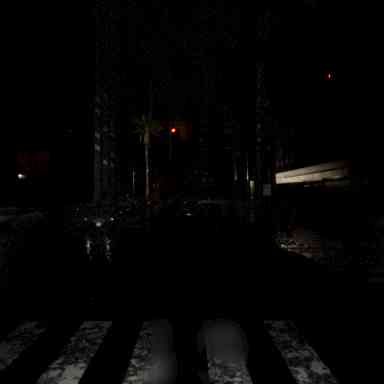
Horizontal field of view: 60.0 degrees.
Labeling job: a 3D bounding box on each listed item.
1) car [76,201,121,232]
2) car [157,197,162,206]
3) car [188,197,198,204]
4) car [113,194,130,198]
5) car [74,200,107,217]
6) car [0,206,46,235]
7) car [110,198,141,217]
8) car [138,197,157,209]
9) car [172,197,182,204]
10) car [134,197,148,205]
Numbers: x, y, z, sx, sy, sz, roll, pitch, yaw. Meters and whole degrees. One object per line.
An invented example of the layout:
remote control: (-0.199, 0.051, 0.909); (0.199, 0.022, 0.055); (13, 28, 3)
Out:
car: (-5.683, 1.533, 20.717); (2.128, 1.511, 4.902); (0, 0, -13)
car: (-6.486, 1.652, 58.569); (1.882, 1.535, 5.008); (0, 0, 1)
car: (0.175, 1.790, 69.936); (1.994, 1.385, 4.181); (0, 0, 0)
car: (-9.805, 1.340, 45.773); (2.150, 2.045, 5.566); (0, 0, -1)
car: (-9.814, 1.599, 32.674); (1.812, 1.442, 4.674); (0, 0, 0)
car: (-10.436, 1.563, 19.277); (1.812, 1.442, 4.674); (0, 0, 12)
car: (-6.557, 1.599, 32.803); (1.812, 1.442, 4.674); (0, 0, 0)
car: (-6.539, 1.473, 46.426); (2.097, 1.767, 4.553); (0, 0, 0)
car: (-3.075, 1.789, 69.914); (1.994, 1.385, 4.181); (0, 0, 0)
car: (-9.682, 1.691, 63.829); (1.882, 1.535, 5.008); (0, 0, 0)
